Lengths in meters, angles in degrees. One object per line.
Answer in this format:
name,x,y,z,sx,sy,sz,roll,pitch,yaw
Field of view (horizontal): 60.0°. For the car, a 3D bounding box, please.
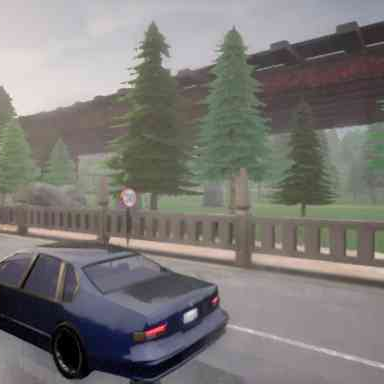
car,-2.067,1.545,5.468,5.357,1.411,2.033,0,0,35
